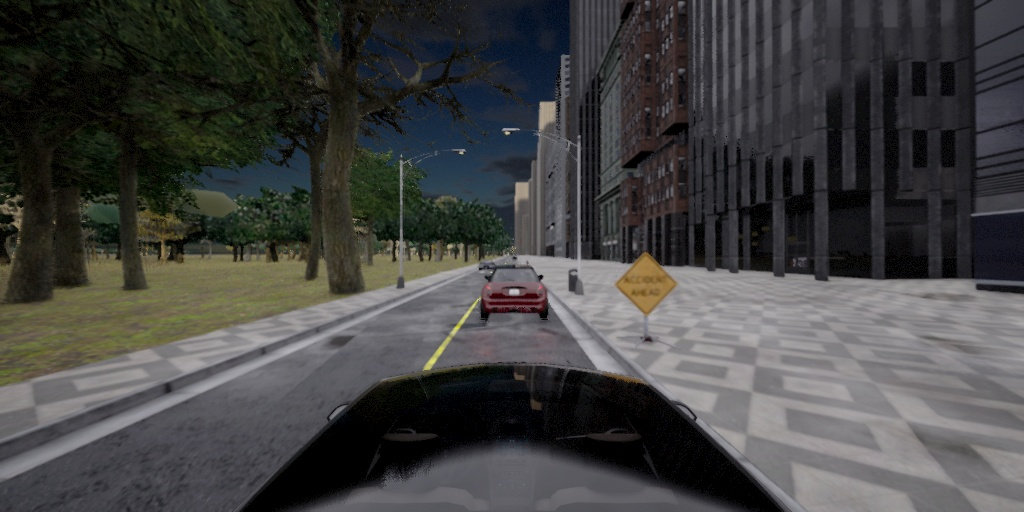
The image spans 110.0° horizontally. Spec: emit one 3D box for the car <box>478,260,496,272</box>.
[{"bbox_3d":[-3.094,1.174,45.139,1.994,1.385,4.181,0,0,0],"label":"car"}]

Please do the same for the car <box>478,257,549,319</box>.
[{"bbox_3d":[0.077,1.062,12.691,2.097,1.767,4.553,0,0,0],"label":"car"}]

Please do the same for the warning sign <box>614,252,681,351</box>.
[{"bbox_3d":[2.717,0.844,7.252,1.300,1.860,1.060,0,0,0],"label":"warning sign"}]
